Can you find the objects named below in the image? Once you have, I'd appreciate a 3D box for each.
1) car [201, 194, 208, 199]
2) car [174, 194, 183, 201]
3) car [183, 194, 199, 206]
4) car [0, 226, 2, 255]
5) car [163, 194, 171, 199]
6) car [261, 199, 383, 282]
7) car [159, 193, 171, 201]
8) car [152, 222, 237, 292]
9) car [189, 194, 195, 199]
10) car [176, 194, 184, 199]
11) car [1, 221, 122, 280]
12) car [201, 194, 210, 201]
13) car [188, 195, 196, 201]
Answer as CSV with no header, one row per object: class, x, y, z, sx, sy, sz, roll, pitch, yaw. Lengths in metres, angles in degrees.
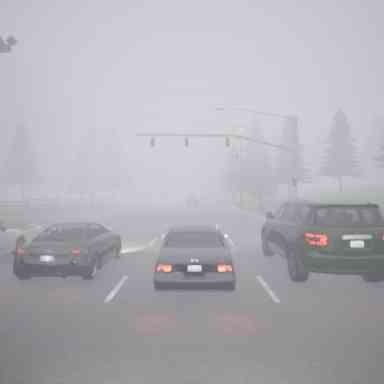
car,3.520,1.227,94.121,1.882,1.535,5.008,0,0,0
car,-3.482,1.442,84.120,1.812,1.442,4.674,0,0,0
car,0.009,1.305,53.059,2.097,1.767,4.553,0,0,0
car,-6.927,1.517,10.183,1.812,1.442,4.674,0,0,0
car,-6.980,1.302,94.124,1.994,1.385,4.181,0,0,0
car,3.573,1.213,9.840,2.150,2.045,5.566,0,0,0
car,-6.982,1.143,83.734,2.150,2.045,5.566,0,0,0
car,0.068,1.539,9.020,2.033,1.411,5.357,0,0,0
car,0.020,1.227,94.122,1.882,1.535,5.008,0,0,0
car,-3.480,1.274,94.123,2.128,1.511,4.902,0,0,0
car,-3.432,1.555,9.947,1.994,1.385,4.181,0,0,1
car,3.518,1.418,83.702,1.837,1.490,4.892,0,0,0
car,0.018,1.457,83.702,2.033,1.411,5.357,0,0,0
